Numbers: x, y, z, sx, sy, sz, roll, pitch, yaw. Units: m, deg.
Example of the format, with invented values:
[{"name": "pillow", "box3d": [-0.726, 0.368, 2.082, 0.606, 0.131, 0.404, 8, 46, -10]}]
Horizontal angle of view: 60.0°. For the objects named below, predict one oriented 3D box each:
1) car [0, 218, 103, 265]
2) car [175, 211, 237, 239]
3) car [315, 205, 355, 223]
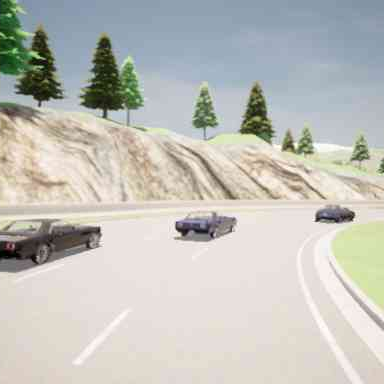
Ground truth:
[{"name": "car", "box3d": [-5.075, 1.571, 11.712, 1.895, 1.301, 4.718, 1, 0, 15]}, {"name": "car", "box3d": [0.922, 1.651, 17.984, 1.895, 1.301, 4.718, 1, 0, 25]}, {"name": "car", "box3d": [11.979, 1.759, 27.792, 4.181, 1.385, 1.994, 1, 0, -44]}]
